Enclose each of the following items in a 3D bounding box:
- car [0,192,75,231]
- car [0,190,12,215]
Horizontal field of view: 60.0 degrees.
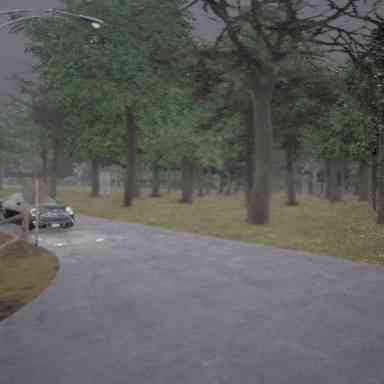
[{"bbox_3d":[-7.594,0.812,16.284,4.553,1.767,2.097,3,2,44],"label":"car"},{"bbox_3d":[-14.236,0.621,22.806,5.008,1.535,1.882,3,2,44],"label":"car"}]
